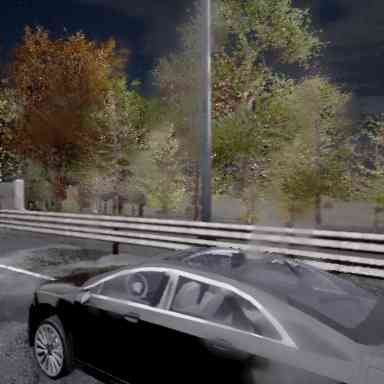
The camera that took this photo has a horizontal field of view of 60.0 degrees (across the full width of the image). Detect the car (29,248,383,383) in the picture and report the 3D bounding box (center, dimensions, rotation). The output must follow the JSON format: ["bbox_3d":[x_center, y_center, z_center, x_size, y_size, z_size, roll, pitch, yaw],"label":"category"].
[{"bbox_3d":[0.005,1.414,3.786,4.902,1.511,2.128,0,0,38],"label":"car"}]
